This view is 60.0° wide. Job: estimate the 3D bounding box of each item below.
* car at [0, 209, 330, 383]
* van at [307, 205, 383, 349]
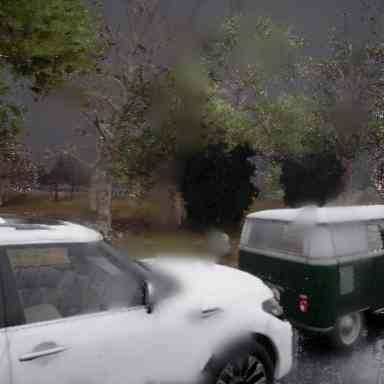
[{"bbox_3d":[-1.594,1.229,2.920,5.566,2.045,2.435,0,0,-33],"label":"car"},{"bbox_3d":[3.014,1.268,6.204,4.442,1.987,1.878,0,0,-33],"label":"van"}]
